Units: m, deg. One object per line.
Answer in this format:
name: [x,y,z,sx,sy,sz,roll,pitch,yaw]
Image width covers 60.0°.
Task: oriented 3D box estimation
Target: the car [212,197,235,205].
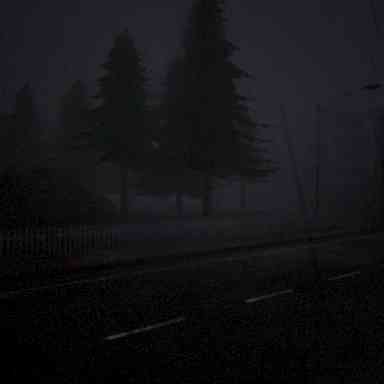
car: [4.857,1.586,54.837,2.033,1.411,5.357,0,0,-34]
